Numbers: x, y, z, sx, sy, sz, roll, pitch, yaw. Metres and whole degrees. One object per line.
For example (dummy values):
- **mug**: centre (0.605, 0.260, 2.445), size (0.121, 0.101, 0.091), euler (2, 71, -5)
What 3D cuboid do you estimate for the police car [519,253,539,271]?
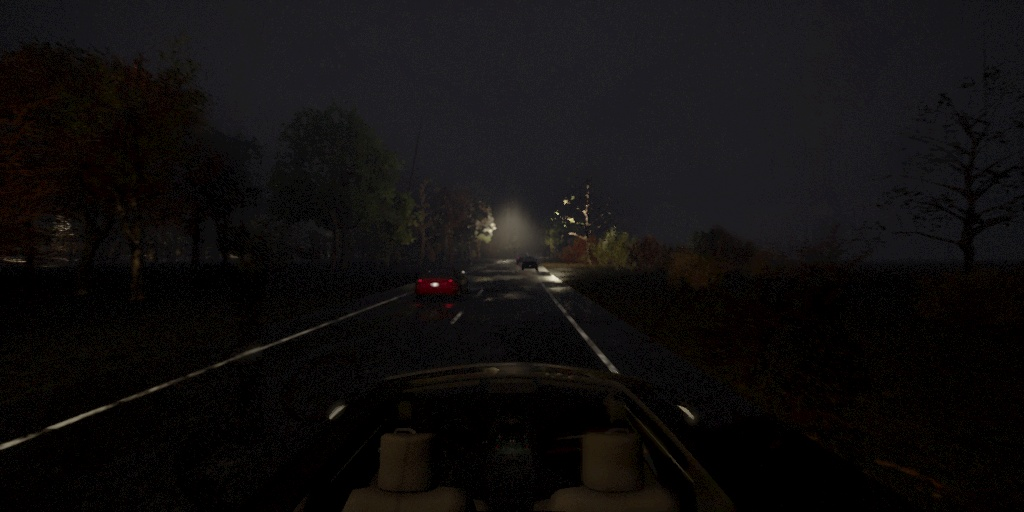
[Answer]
- **police car**: centre (2.062, 0.836, 41.505), size (1.930, 1.638, 5.238), euler (0, 0, 2)

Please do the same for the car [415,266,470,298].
- **car**: centre (-3.263, 1.173, 17.368), size (1.994, 1.385, 4.181), euler (0, 0, 1)

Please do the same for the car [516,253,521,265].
- **car**: centre (1.895, 0.477, 61.425), size (2.150, 2.045, 5.566), euler (0, 0, 4)
